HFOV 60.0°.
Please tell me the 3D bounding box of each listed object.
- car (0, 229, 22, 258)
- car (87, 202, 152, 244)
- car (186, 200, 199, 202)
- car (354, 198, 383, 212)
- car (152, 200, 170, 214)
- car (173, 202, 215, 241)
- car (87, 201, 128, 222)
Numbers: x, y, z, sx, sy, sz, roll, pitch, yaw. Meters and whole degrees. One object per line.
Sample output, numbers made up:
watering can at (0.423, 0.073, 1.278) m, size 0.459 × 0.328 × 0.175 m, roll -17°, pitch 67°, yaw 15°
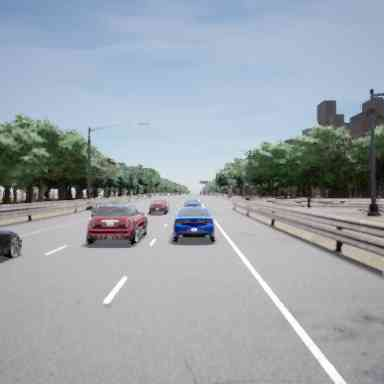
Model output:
car at (-6.903, 1.530, 9.763) m, size 1.812 × 1.442 × 4.674 m, roll 0°, pitch 0°, yaw 0°
car at (-3.404, 1.360, 15.960) m, size 2.097 × 1.767 × 4.553 m, roll 0°, pitch 0°, yaw 0°
car at (0.088, 1.527, 35.147) m, size 1.812 × 1.442 × 4.674 m, roll 0°, pitch 0°, yaw 0°
car at (18.234, 1.280, 32.486) m, size 1.812 × 1.442 × 4.674 m, roll 0°, pitch -1°, yaw -31°
car at (-3.413, 1.527, 35.145) m, size 1.812 × 1.442 × 4.674 m, roll 0°, pitch 0°, yaw 0°
car at (0.096, 1.487, 16.893) m, size 1.882 × 1.535 × 5.008 m, roll 0°, pitch 0°, yaw 0°
car at (-6.908, 1.558, 27.786) m, size 2.033 × 1.411 × 5.357 m, roll 0°, pitch 0°, yaw 0°
